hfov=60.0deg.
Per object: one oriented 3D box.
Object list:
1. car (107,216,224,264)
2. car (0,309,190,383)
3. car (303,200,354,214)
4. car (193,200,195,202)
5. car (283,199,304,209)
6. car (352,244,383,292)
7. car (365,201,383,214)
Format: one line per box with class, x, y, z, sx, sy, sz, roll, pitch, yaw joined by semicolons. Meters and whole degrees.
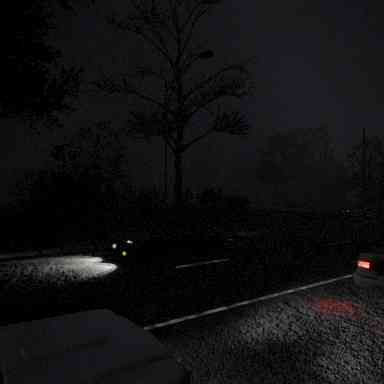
car;-0.876;1.564;11.922;4.181;1.385;1.994;0;0;-35
car;-2.262;1.601;2.099;4.718;1.301;1.895;0;0;-35
car;14.506;1.602;35.140;1.895;1.301;4.718;0;0;-28
car;-1.082;1.519;67.874;1.882;1.535;5.008;0;-1;-22
car;14.103;1.616;43.289;1.895;1.301;4.718;0;0;-28
car;5.953;1.547;7.816;5.357;1.411;2.033;0;0;-34
car;19.948;1.600;32.965;1.895;1.301;4.718;0;0;-32
